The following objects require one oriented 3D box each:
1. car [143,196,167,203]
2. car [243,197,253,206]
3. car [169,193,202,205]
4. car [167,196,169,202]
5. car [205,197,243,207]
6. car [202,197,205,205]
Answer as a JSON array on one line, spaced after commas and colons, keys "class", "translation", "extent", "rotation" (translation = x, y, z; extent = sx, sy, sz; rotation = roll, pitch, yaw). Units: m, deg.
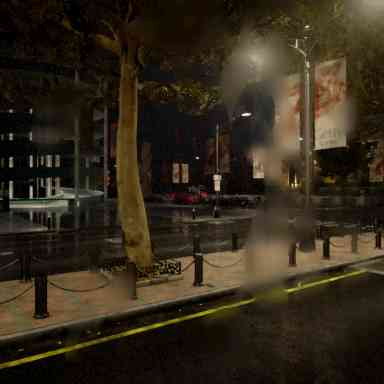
[{"class": "car", "translation": [-7.826, 1.478, 66.762], "extent": [5.008, 1.535, 1.882], "rotation": [0, 0, 42]}, {"class": "car", "translation": [7.500, 1.491, 52.763], "extent": [2.128, 1.511, 4.902], "rotation": [0, 0, -35]}, {"class": "car", "translation": [-1.166, 1.221, 58.921], "extent": [2.150, 2.045, 5.566], "rotation": [0, 0, -36]}, {"class": "car", "translation": [-4.461, 1.526, 68.535], "extent": [1.812, 1.442, 4.674], "rotation": [0, 0, -44]}, {"class": "car", "translation": [4.743, 1.547, 50.619], "extent": [2.033, 1.411, 5.357], "rotation": [0, 0, -35]}, {"class": "car", "translation": [1.854, 1.547, 60.713], "extent": [2.033, 1.411, 5.357], "rotation": [0, 0, -36]}]
